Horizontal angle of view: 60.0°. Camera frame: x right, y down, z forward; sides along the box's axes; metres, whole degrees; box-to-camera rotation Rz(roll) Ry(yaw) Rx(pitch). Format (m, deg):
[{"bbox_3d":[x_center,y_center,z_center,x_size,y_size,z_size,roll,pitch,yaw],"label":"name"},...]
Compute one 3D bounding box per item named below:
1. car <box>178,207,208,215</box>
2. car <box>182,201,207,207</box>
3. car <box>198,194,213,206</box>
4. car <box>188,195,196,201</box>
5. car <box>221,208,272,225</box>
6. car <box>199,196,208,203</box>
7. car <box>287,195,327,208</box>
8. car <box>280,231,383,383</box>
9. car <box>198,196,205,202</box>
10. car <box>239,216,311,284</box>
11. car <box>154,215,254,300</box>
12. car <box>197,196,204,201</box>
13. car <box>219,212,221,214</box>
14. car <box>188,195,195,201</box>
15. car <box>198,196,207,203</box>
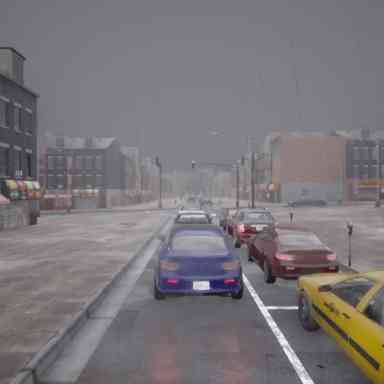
[{"bbox_3d":[0.056,1.607,15.754,1.895,1.301,4.718,0,0,0],"label":"car"},{"bbox_3d":[-0.023,1.622,25.845,1.895,1.301,4.718,0,0,0],"label":"car"},{"bbox_3d":[2.519,1.567,57.601,1.967,1.590,4.097,-1,0,0],"label":"car"},{"bbox_3d":[-0.160,1.745,82.651,1.837,1.490,4.892,0,0,0],"label":"car"},{"bbox_3d":[2.606,1.446,14.791,1.967,1.590,4.097,0,0,0],"label":"car"},{"bbox_3d":[2.487,1.645,73.807,1.967,1.590,4.097,-1,0,0],"label":"car"},{"bbox_3d":[14.065,1.143,40.788,4.674,1.442,1.812,-1,0,1],"label":"car"},{"bbox_3d":[2.628,1.525,4.027,1.752,1.417,4.829,0,0,0],"label":"car"},{"bbox_3d":[2.455,1.823,90.184,1.752,1.417,4.829,-1,0,0],"label":"car"},{"bbox_3d":[2.617,1.584,9.325,1.802,1.307,4.206,0,0,0],"label":"car"},{"bbox_3d":[0.088,1.527,8.316,1.812,1.442,4.674,0,0,-2],"label":"car"},{"bbox_3d":[2.444,1.856,95.586,1.752,1.417,4.829,-1,0,0],"label":"car"},{"bbox_3d":[2.596,1.594,20.257,1.802,1.307,4.206,0,0,0],"label":"car"},{"bbox_3d":[-0.180,1.671,93.072,1.812,1.442,4.674,0,0,0],"label":"car"},{"bbox_3d":[2.476,1.674,79.210,1.967,1.590,4.097,-1,0,0],"label":"car"}]
